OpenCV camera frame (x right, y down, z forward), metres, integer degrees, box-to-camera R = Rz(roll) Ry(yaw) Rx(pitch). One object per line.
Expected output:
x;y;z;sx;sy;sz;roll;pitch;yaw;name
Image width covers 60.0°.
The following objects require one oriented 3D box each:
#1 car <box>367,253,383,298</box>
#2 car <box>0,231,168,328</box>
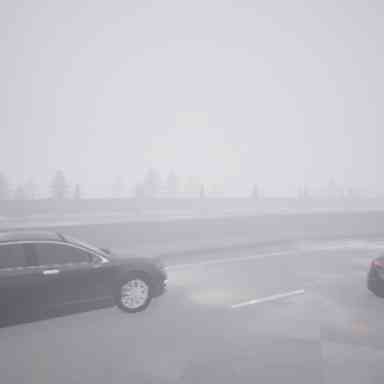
5.688;1.554;7.037;4.181;1.385;1.994;0;0;-30;car
-2.751;1.470;5.931;4.892;1.490;1.837;0;0;-35;car
